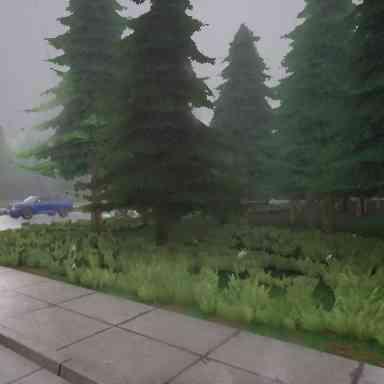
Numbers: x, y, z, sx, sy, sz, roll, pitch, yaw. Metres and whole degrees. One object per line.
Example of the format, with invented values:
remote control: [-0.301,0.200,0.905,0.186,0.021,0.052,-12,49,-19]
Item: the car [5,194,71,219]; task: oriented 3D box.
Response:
car: [-13.046,1.203,28.812,2.150,2.045,5.566,0,0,35]
